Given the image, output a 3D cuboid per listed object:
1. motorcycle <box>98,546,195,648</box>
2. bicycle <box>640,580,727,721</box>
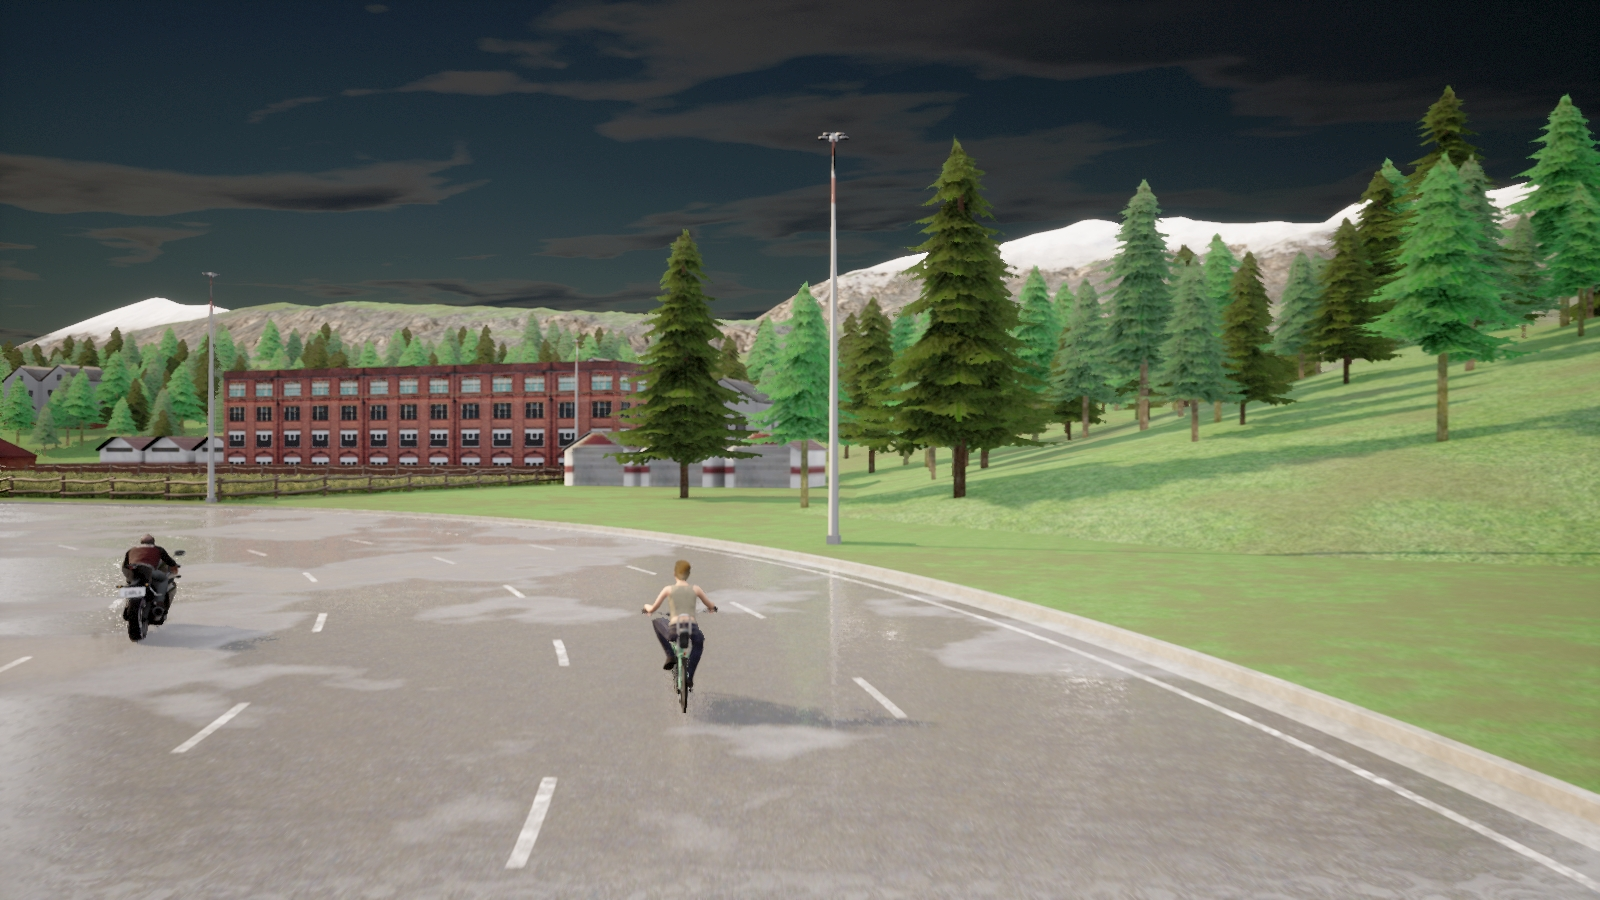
[{"bbox_3d":[-10.055,2.216,17.666,0.867,1.251,2.209,-2,1,-19],"label":"motorcycle"},{"bbox_3d":[-1.311,2.165,12.622,0.859,1.276,1.487,0,0,-10],"label":"bicycle"}]
